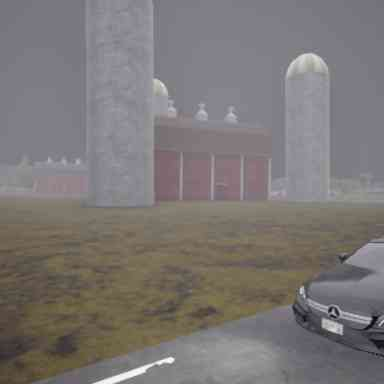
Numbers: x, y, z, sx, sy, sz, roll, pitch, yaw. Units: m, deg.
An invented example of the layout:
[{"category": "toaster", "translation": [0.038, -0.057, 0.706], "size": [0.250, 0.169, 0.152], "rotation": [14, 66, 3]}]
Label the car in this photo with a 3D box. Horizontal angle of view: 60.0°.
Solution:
[{"category": "car", "translation": [3.763, 1.519, 5.759], "size": [4.674, 1.442, 1.812], "rotation": [0, 0, -35]}]
